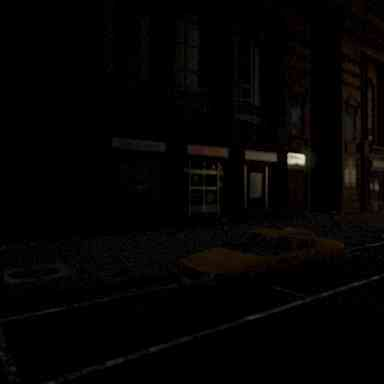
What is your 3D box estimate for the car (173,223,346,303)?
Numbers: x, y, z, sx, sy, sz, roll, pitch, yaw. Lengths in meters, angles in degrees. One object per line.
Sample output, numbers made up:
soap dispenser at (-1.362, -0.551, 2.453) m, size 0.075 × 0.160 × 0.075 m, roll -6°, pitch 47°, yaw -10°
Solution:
car at (1.845, 1.478, 8.085) m, size 4.829 × 1.417 × 1.752 m, roll -1°, pitch 1°, yaw -36°
